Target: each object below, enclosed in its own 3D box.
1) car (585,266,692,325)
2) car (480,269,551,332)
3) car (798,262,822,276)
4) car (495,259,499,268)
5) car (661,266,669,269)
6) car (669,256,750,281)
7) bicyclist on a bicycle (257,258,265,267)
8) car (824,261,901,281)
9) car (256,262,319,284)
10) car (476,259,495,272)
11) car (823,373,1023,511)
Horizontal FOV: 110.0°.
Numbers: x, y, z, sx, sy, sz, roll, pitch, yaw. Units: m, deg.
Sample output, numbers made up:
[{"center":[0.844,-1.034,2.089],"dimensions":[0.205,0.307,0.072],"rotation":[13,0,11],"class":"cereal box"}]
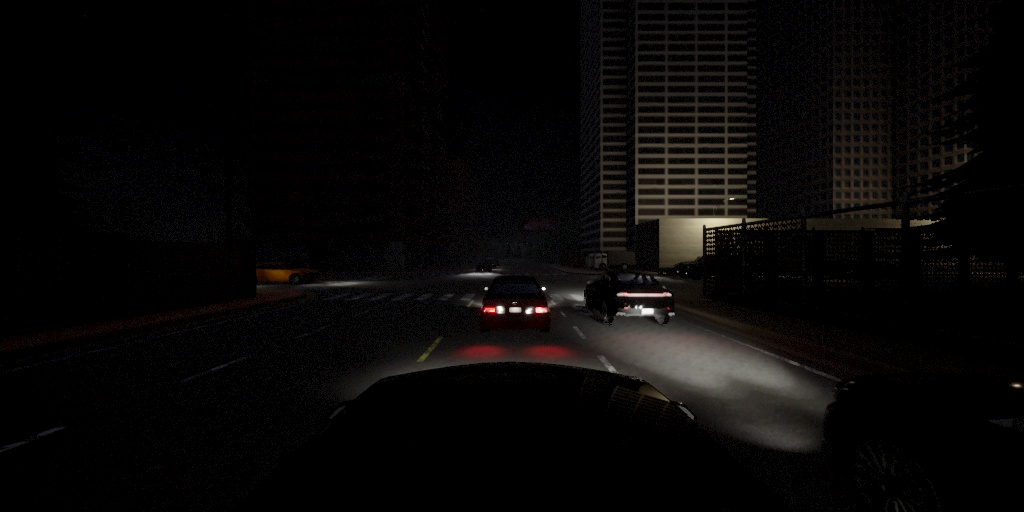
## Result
[{"center":[3.654,1.242,11.887],"dimensions":[2.128,1.511,4.902],"rotation":[0,0,2],"class":"car"},{"center":[0.090,1.297,10.824],"dimensions":[2.033,1.411,5.357],"rotation":[0,0,0],"class":"car"},{"center":[28.771,1.172,32.720],"dimensions":[5.008,1.535,1.882],"rotation":[0,0,0],"class":"car"},{"center":[-3.520,1.227,56.819],"dimensions":[1.882,1.535,5.008],"rotation":[0,0,0],"class":"car"},{"center":[15.886,1.196,32.713],"dimensions":[4.892,1.490,1.837],"rotation":[-1,0,0],"class":"car"},{"center":[16.271,0.914,29.212],"dimensions":[5.566,2.045,2.150],"rotation":[0,0,0],"class":"car"},{"center":[-26.482,0.995,37.788],"dimensions":[0.582,1.620,1.656],"rotation":[0,0,10],"class":"bicyclist on a bicycle"},{"center":[28.924,1.172,29.220],"dimensions":[5.008,1.535,1.882],"rotation":[0,0,0],"class":"car"},{"center":[-16.461,1.172,25.545],"dimensions":[5.008,1.535,1.882],"rotation":[0,0,1],"class":"car"},{"center":[-3.517,1.351,45.523],"dimensions":[1.895,1.301,4.718],"rotation":[0,0,0],"class":"car"},{"center":[3.604,1.242,1.083],"dimensions":[2.128,1.511,4.902],"rotation":[0,0,0],"class":"car"}]
